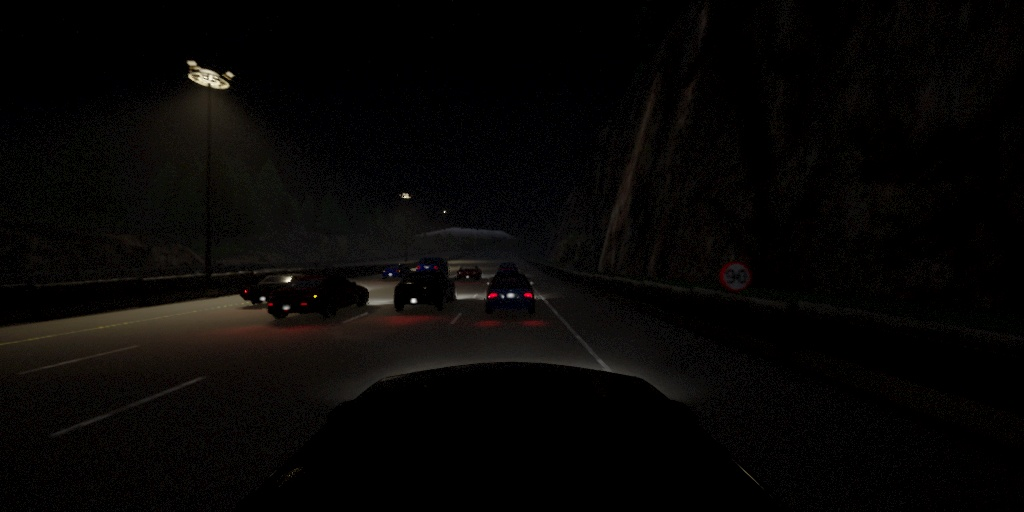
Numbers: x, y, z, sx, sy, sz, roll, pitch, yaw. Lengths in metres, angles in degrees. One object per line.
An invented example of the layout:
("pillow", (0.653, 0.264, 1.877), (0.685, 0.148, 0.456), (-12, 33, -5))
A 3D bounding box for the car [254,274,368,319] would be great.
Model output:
("car", (-7.067, 1.414, 13.487), (1.812, 1.442, 4.674), (0, 0, -1))

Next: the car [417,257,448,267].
("car", (-7.362, 1.145, 33.638), (2.150, 2.045, 5.566), (0, 0, -1))

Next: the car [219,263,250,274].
("car", (-28.630, 1.535, 38.948), (1.837, 1.490, 4.892), (0, 0, -1))

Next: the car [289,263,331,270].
("car", (-21.637, 1.479, 39.341), (2.128, 1.511, 4.902), (0, 0, -1))

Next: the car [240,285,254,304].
("car", (-10.612, 1.527, 17.433), (1.895, 1.301, 4.718), (0, 0, -1))

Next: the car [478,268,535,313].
("car", (-0.075, 1.402, 14.662), (2.033, 1.411, 5.357), (0, 0, -1))

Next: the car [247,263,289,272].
("car", (-25.117, 1.615, 37.933), (1.895, 1.301, 4.718), (0, 0, -1))

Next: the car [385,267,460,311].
("car", (-3.587, 1.382, 15.390), (1.837, 1.490, 4.892), (0, 0, -1))

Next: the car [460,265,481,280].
("car", (-3.852, 1.505, 33.047), (1.895, 1.301, 4.718), (0, 0, -1))

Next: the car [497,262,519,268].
("car", (-0.375, 1.359, 34.482), (1.882, 1.535, 5.008), (0, 0, -1))

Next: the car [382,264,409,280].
("car", (-10.871, 1.468, 34.225), (1.812, 1.442, 4.674), (0, 0, -1))

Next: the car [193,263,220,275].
("car", (-32.131, 1.540, 39.112), (2.128, 1.511, 4.902), (0, 0, -1))
